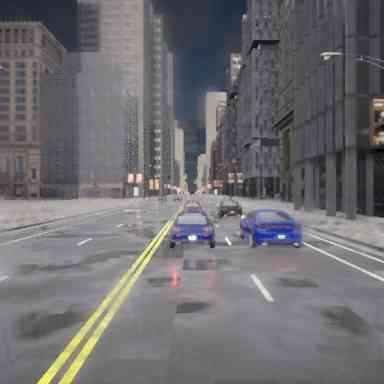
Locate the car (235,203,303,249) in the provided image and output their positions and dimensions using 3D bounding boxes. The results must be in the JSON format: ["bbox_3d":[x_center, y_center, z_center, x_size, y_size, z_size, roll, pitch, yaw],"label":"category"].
[{"bbox_3d":[3.272,1.483,14.605,1.882,1.535,5.008,0,0,0],"label":"car"}]

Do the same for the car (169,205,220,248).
[{"bbox_3d":[0.022,1.531,14.611,1.812,1.442,4.674,0,0,0],"label":"car"}]

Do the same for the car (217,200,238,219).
[{"bbox_3d":[3.295,1.484,29.605,1.882,1.535,5.008,0,0,0],"label":"car"}]

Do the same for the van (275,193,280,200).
[{"bbox_3d":[24.888,1.289,91.030,3.998,1.788,1.690,0,0,0],"label":"van"}]

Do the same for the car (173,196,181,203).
[{"bbox_3d":[-3.138,1.502,71.630,2.033,1.411,5.357,0,0,0],"label":"car"}]

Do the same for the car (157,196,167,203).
[{"bbox_3d":[-6.388,1.502,71.635,2.033,1.411,5.357,0,0,0],"label":"car"}]

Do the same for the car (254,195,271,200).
[{"bbox_3d":[19.270,1.510,91.063,4.403,1.369,2.008,0,0,0],"label":"car"}]

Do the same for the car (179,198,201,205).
[{"bbox_3d":[0.045,1.532,29.611,1.812,1.442,4.674,0,0,0],"label":"car"}]
